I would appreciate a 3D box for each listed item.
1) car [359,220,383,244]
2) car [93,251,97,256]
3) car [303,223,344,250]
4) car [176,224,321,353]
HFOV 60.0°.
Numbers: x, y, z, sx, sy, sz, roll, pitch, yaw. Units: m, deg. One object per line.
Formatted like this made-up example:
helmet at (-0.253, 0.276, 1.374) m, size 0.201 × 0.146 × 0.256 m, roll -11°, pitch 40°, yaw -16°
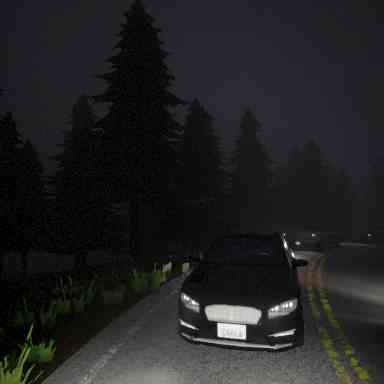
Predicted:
car at (15.806, 3.222, 26.443) m, size 5.566 × 2.045 × 2.150 m, roll 8°, pitch -8°, yaw -28°
car at (-20.284, 13.650, 72.956) m, size 4.181 × 1.381 × 1.994 m, roll -2°, pitch -5°, yaw 31°
car at (6.481, 2.306, 17.671) m, size 1.895 × 1.301 × 4.718 m, roll -3°, pitch -6°, yaw 39°
car at (1.131, 1.561, 6.594) m, size 2.128 × 1.511 × 4.902 m, roll -1°, pitch -2°, yaw 15°
